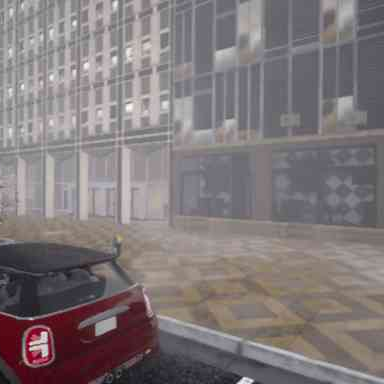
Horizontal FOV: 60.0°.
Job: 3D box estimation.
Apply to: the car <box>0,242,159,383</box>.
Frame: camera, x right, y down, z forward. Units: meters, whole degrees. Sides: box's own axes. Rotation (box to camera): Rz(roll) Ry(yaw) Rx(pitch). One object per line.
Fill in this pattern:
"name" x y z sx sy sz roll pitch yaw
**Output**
"car" -2.488 1.435 4.642 4.097 1.590 1.967 0 1 36
